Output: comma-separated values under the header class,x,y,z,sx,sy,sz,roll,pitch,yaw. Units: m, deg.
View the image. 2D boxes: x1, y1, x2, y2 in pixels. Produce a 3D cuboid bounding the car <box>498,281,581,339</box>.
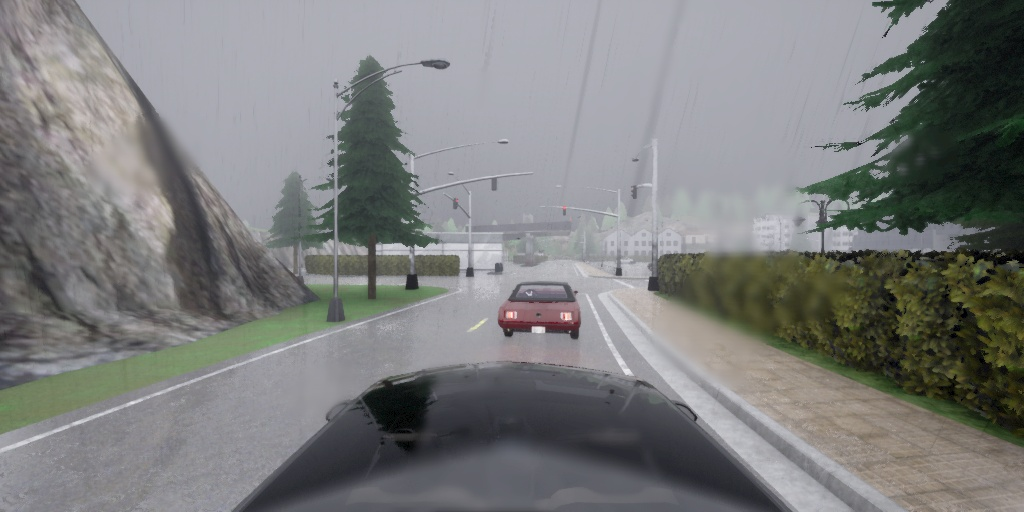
class,x,y,z,sx,sy,sz,roll,pitch,yaw
car,0.918,1.351,10.149,1.895,1.301,4.718,0,0,8
